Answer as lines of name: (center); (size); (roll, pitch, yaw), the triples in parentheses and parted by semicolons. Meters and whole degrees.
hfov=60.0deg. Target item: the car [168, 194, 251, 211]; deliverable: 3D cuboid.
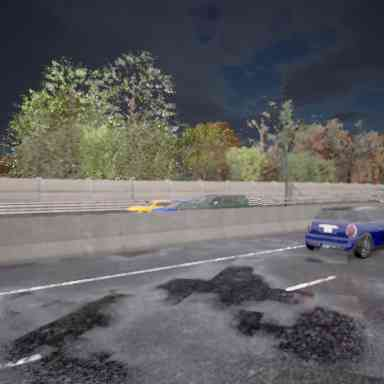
car: (1.520, 1.169, 22.274); (5.566, 2.045, 2.150); (0, 0, -35)

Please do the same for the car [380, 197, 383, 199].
car: (30.642, 1.291, 51.575); (4.902, 1.511, 2.128); (0, 0, -35)

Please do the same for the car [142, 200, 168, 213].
car: (-0.887, 1.426, 24.857); (5.008, 1.535, 1.882); (0, 0, -35)

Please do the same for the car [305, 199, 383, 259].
car: (6.374, 1.306, 12.595); (4.553, 1.767, 2.097); (0, 0, -36)

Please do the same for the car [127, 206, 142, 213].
car: (-2.938, 1.426, 27.693); (5.008, 1.535, 1.882); (0, 0, -35)
